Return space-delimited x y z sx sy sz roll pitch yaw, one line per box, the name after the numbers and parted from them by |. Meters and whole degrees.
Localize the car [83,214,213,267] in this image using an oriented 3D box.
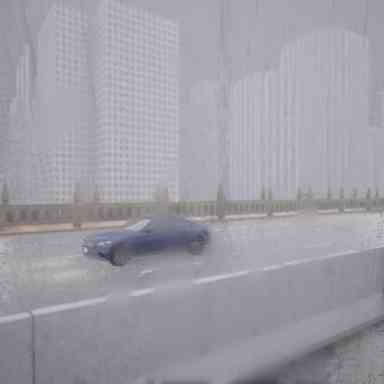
-1.374 1.526 11.594 4.674 1.442 1.812 0 0 -36 | car
